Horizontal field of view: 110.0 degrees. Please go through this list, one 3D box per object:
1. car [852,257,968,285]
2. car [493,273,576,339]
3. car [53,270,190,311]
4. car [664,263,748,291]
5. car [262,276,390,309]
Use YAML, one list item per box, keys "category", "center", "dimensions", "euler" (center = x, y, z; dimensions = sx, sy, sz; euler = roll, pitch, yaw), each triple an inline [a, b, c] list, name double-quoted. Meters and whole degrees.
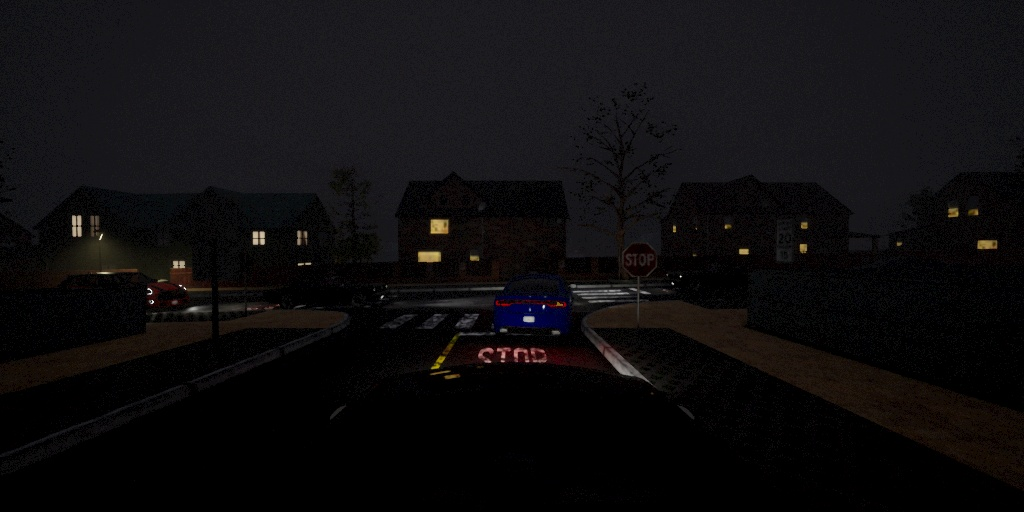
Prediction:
- category: "car"
  center: [20.061, 0.753, 18.413]
  dimensions: [5.357, 1.411, 2.033]
  euler: [-1, 1, 0]
- category: "car"
  center: [0.789, 1.227, 10.247]
  dimensions: [1.882, 1.535, 5.008]
  euler: [0, 0, 10]
- category: "car"
  center: [-16.795, 1.472, 15.452]
  dimensions: [4.553, 1.767, 2.097]
  euler: [-1, 1, 0]
- category: "car"
  center: [10.416, 1.034, 18.380]
  dimensions: [4.718, 1.301, 1.895]
  euler: [-1, 1, -1]
- category: "car"
  center: [-7.807, 1.506, 15.457]
  dimensions: [4.718, 1.301, 1.895]
  euler: [-1, 1, 0]
